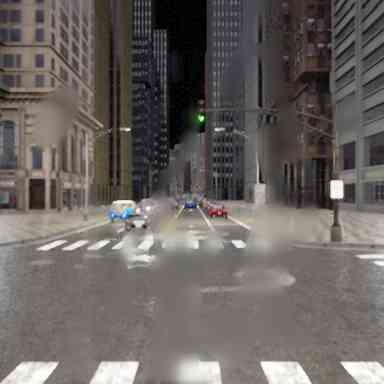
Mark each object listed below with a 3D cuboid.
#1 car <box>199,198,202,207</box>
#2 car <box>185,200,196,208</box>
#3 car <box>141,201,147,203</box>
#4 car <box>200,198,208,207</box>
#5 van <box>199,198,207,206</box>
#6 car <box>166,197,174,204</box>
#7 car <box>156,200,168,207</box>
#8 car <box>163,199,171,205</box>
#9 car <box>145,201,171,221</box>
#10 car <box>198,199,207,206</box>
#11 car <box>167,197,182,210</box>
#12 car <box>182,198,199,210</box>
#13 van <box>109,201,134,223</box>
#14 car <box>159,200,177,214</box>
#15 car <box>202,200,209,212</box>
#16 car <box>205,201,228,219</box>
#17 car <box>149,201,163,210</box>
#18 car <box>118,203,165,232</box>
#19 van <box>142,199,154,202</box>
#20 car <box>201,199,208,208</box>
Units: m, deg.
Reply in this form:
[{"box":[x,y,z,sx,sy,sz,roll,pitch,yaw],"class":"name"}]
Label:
[{"box":[2.472,2.261,61.729,1.887,1.381,4.507,0,-1,0],"class":"car"},{"box":[-0.309,2.306,63.802,1.994,1.385,4.181,0,-1,0],"class":"car"},{"box":[-5.940,1.935,34.080,1.887,1.381,4.507,0,-1,0],"class":"car"},{"box":[2.528,2.113,50.849,1.752,1.417,4.829,0,-1,0],"class":"car"},{"box":[2.414,2.189,72.781,1.690,1.788,3.998,0,-1,0],"class":"van"},{"box":[-6.233,2.427,94.851,2.192,1.841,5.009,0,-1,0],"class":"car"},{"box":[-6.099,2.334,67.227,2.008,1.369,4.403,0,-1,0],"class":"car"},{"box":[-6.178,2.504,83.631,1.752,1.417,4.829,0,-1,0],"class":"car"},{"box":[-3.242,1.882,31.220,1.812,1.442,4.674,0,-1,-1],"class":"car"},{"box":[2.386,2.465,78.304,2.008,1.369,4.403,0,-1,0],"class":"car"},{"box":[-3.288,1.993,55.421,2.097,1.767,4.553,0,-1,0],"class":"car"},{"box":[-0.257,2.095,53.384,1.882,1.535,5.008,0,-1,0],"class":"car"},{"box":[-5.914,1.667,28.557,1.690,1.788,3.998,0,-1,0],"class":"van"},{"box":[-3.286,2.039,41.316,1.994,1.385,4.181,0,-1,0],"class":"car"},{"box":[2.587,1.999,39.629,1.887,1.381,4.507,0,-1,0],"class":"car"},{"box":[2.615,1.934,34.104,1.887,1.381,4.507,0,-1,0],"class":"car"},{"box":[-6.046,2.233,56.177,1.802,1.307,4.206,0,-1,0],"class":"car"},{"box":[-3.182,1.741,21.979,2.128,1.511,4.902,0,-1,-1],"class":"car"},{"box":[-5.994,1.861,45.131,1.690,1.788,3.998,0,-1,0],"class":"van"},{"box":[2.558,2.064,45.154,1.887,1.381,4.507,0,-1,0],"class":"car"}]
